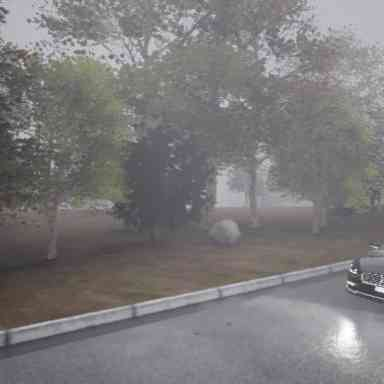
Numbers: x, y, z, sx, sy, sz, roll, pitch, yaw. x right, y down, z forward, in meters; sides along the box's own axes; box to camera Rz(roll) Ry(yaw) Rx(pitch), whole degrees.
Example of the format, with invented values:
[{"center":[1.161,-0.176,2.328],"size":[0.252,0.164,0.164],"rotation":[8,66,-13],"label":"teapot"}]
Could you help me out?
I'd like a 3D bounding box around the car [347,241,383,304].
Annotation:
[{"center":[5.417,1.537,7.404],"size":[4.892,1.490,1.837],"rotation":[1,0,-35],"label":"car"}]
